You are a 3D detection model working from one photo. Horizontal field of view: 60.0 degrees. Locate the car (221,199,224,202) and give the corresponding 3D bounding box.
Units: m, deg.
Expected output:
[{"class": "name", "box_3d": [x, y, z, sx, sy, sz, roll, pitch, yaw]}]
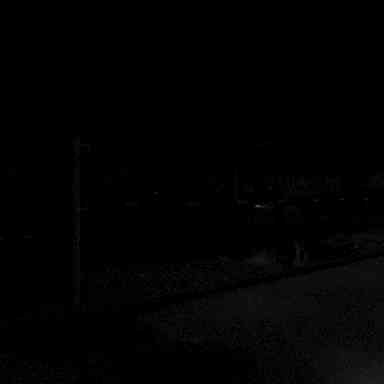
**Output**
[{"class": "car", "box_3d": [6.591, 1.571, 55.064, 1.994, 1.385, 4.181, 0, 0, -35]}]
